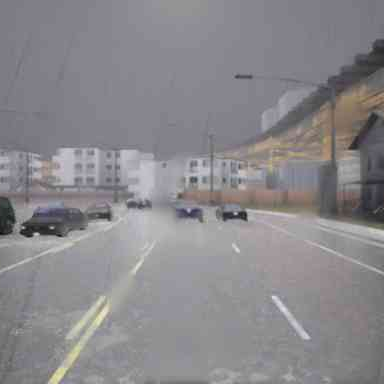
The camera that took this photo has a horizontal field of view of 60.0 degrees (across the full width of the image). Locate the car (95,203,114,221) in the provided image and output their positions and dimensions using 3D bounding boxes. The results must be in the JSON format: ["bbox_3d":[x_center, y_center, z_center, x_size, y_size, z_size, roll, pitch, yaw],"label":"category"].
[{"bbox_3d":[-7.356,1.559,26.597,1.994,1.385,4.181,0,0,-9],"label":"car"}]

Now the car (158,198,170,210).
[{"bbox_3d":[-3.069,1.504,42.940,1.812,1.442,4.674,0,0,-33],"label":"car"}]

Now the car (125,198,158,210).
[{"bbox_3d":[-6.750,1.470,42.087,2.128,1.511,4.902,0,0,-36],"label":"car"}]

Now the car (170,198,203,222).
[{"bbox_3d":[-0.380,1.338,25.962,2.097,1.767,4.553,0,0,-5],"label":"car"}]

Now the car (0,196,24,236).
[{"bbox_3d":[-10.555,1.214,15.565,2.150,2.045,5.566,0,0,2],"label":"car"}]

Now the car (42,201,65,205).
[{"bbox_3d":[-10.809,1.470,26.025,1.882,1.535,5.008,0,0,-9],"label":"car"}]

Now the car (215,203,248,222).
[{"bbox_3d":[3.059,1.551,26.622,1.994,1.385,4.181,0,0,-5],"label":"car"}]

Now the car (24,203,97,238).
[{"bbox_3d":[-7.061,1.539,17.785,2.033,1.411,5.357,0,0,0],"label":"car"}]
